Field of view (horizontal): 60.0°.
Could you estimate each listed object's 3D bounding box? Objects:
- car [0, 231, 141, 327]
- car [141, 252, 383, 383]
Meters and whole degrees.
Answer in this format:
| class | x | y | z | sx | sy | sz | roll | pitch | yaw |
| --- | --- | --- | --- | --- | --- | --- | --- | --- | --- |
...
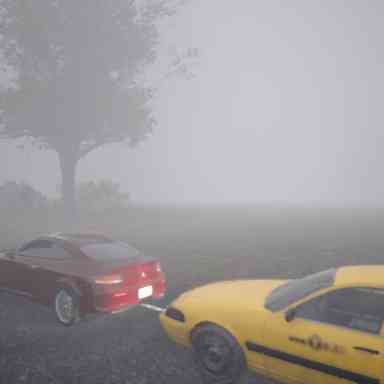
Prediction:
| class | x | y | z | sx | sy | sz | roll | pitch | yaw |
| --- | --- | --- | --- | --- | --- | --- | --- | --- | --- |
| car | -2.673 | 1.563 | 7.086 | 4.674 | 1.442 | 1.812 | 0 | 0 | 36 |
| car | 2.042 | 1.482 | 3.689 | 5.366 | 1.575 | 1.801 | 0 | 0 | 36 |
